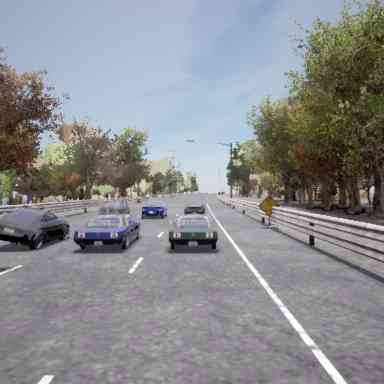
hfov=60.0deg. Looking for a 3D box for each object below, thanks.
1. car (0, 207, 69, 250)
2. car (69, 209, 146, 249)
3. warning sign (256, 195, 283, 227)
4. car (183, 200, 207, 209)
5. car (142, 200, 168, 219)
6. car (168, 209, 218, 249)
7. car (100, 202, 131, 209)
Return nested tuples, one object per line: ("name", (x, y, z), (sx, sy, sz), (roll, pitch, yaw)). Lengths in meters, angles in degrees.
("car", (-6.826, 1.412, 14.493), (1.994, 1.385, 4.181), (13, 0, 0))
("car", (-3.437, 1.618, 14.492), (1.895, 1.301, 4.718), (0, 0, 0))
("warning sign", (4.647, 1.113, 20.055), (1.300, 1.860, 1.060), (-1, -1, 1))
("car", (0.253, 1.510, 29.360), (1.837, 1.490, 4.892), (0, 0, 1))
("car", (-3.246, 1.480, 29.420), (1.882, 1.535, 5.008), (0, 0, 1))
("car", (0.062, 1.618, 14.462), (1.895, 1.301, 4.718), (0, 0, 0))
("car", (-6.747, 1.560, 29.479), (2.033, 1.411, 5.357), (0, 0, 1))
